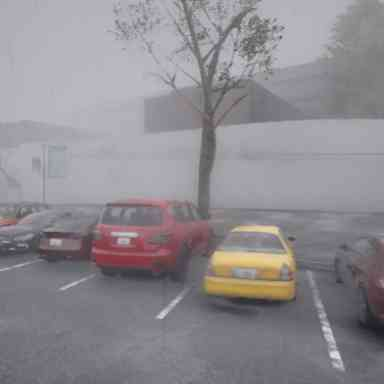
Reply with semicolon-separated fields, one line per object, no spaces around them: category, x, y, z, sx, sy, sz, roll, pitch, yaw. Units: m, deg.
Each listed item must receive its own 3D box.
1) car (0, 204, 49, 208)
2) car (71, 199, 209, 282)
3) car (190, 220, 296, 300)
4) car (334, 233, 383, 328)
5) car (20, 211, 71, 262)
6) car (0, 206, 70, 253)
car;-8.191;1.375;15.274;2.185;1.767;4.553;0;-1;15
car;-0.839;1.239;10.087;2.435;2.045;5.566;0;-1;15
car;1.654;1.488;8.503;1.946;1.575;5.366;0;-1;15
car;4.054;1.527;6.584;2.002;1.452;4.674;0;-1;15
car;-3.296;1.522;11.814;2.163;1.488;4.792;0;-1;15
car;-5.745;1.497;13.519;2.231;1.521;4.892;0;-1;15
